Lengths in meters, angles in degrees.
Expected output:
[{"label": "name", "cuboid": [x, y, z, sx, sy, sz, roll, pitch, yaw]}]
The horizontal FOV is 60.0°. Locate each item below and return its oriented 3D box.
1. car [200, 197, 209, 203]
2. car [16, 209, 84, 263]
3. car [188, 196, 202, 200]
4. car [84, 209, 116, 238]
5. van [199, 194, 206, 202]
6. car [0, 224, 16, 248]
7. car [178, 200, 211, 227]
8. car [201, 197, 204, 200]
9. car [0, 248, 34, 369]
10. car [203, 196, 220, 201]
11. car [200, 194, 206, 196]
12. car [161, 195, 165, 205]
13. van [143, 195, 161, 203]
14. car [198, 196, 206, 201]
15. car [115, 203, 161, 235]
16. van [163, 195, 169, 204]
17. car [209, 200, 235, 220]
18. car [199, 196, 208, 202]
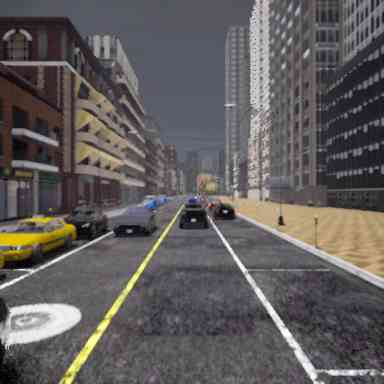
[{"label": "car", "cuboid": [2.703, 1.716, 73.001, 1.947, 1.339, 4.313, 0, 0, 0]}, {"label": "car", "cuboid": [-5.685, 1.542, 12.082, 1.752, 1.417, 4.829, 0, 0, 0]}, {"label": "car", "cuboid": [0.108, 1.610, 46.497, 1.812, 1.442, 4.674, 0, 0, 0]}, {"label": "car", "cuboid": [-5.684, 1.591, 17.774, 1.947, 1.339, 4.313, 0, 0, 0]}, {"label": "van", "cuboid": [2.705, 1.525, 84.048, 1.690, 1.788, 3.998, 0, 0, 0]}, {"label": "car", "cuboid": [-5.684, 1.534, 6.558, 1.752, 1.417, 4.829, 0, 0, 0]}, {"label": "car", "cuboid": [0.103, 1.538, 23.200, 1.837, 1.490, 4.892, 0, 0, 0]}, {"label": "car", "cuboid": [2.700, 1.632, 45.387, 2.008, 1.369, 4.403, 0, 0, 0]}, {"label": "car", "cuboid": [-3.059, 1.509, 1.957, 1.837, 1.490, 4.892, 0, 0, 0]}, {"label": "car", "cuboid": [2.700, 1.509, 39.864, 1.967, 1.590, 4.097, 0, 0, 0]}, {"label": "car", "cuboid": [2.702, 1.560, 61.955, 1.967, 1.590, 4.097, 0, 0, 0]}, {"label": "car", "cuboid": [-5.680, 1.639, 50.912, 1.887, 1.381, 4.507, 0, 0, 0]}, {"label": "van", "cuboid": [-5.680, 1.423, 45.390, 1.690, 1.788, 3.998, 0, 0, 0]}, {"label": "car", "cuboid": [2.705, 1.753, 89.569, 2.008, 1.369, 4.403, 0, 0, 0]}, {"label": "car", "cuboid": [-3.097, 1.575, 19.176, 2.033, 1.411, 5.357, 0, 0, 0]}, {"label": "van", "cuboid": [-5.678, 1.462, 61.957, 1.690, 1.788, 3.998, 0, 0, 0]}, {"label": "car", "cuboid": [2.698, 1.611, 28.818, 1.947, 1.339, 4.313, 0, 0, 0]}, {"label": "car", "cuboid": [2.704, 1.711, 78.524, 1.887, 1.381, 4.507, 0, 0, 0]}]
